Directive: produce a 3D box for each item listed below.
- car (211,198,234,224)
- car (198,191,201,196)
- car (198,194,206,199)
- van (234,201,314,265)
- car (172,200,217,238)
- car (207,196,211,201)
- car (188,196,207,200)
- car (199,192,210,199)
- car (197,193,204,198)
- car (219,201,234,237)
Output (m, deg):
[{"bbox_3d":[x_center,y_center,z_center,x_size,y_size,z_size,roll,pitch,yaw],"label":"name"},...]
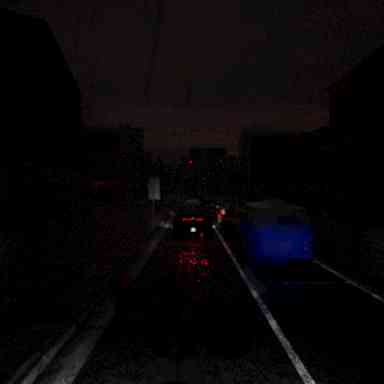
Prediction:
[{"bbox_3d":[2.592,1.275,22.133,1.967,1.590,4.097,1,0,0],"label":"car"},{"bbox_3d":[2.496,1.041,60.023,1.967,1.590,4.097,1,0,0],"label":"car"},{"bbox_3d":[2.438,1.078,82.037,1.802,1.307,4.206,1,0,0],"label":"car"},{"bbox_3d":[2.621,1.255,11.051,1.690,1.788,3.998,1,0,0],"label":"van"},{"bbox_3d":[0.055,1.376,16.942,1.837,1.490,4.892,0,0,0],"label":"car"},{"bbox_3d":[2.576,1.341,27.675,1.887,1.381,4.507,1,0,0],"label":"car"},{"bbox_3d":[0.034,1.325,27.291,1.812,1.442,4.674,0,0,0],"label":"car"},{"bbox_3d":[2.509,1.155,54.690,1.752,1.417,4.829,1,0,0],"label":"car"},{"bbox_3d":[2.409,1.032,93.044,1.802,1.307,4.206,0,0,0],"label":"car"},{"bbox_3d":[2.604,1.398,16.764,1.752,1.417,4.829,1,0,0],"label":"car"}]
